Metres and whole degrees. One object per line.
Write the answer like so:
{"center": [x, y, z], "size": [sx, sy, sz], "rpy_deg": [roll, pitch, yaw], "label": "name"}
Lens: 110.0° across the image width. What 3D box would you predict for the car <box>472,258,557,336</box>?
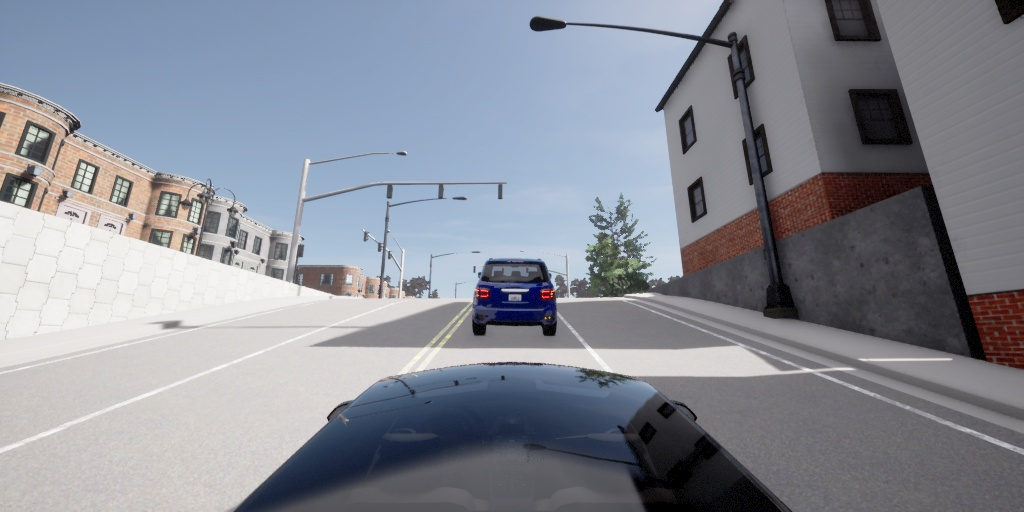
{"center": [0.079, 1.097, 11.026], "size": [2.150, 2.045, 5.566], "rpy_deg": [1, -1, 0], "label": "car"}
